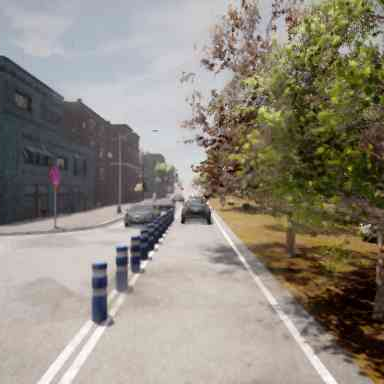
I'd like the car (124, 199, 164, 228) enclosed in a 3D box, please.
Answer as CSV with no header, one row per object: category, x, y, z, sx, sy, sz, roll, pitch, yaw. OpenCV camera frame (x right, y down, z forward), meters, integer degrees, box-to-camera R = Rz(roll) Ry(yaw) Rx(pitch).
car,-3.184,1.432,21.894,1.837,1.490,4.892,0,0,1

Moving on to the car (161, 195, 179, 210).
car,-2.910,1.378,37.845,2.033,1.411,5.357,0,0,1

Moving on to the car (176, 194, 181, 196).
car,-2.342,1.186,59.337,1.837,1.490,4.892,0,0,2

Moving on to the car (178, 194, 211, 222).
car,0.309,1.262,25.190,2.097,1.767,4.553,0,0,1

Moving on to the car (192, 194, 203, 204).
car,0.891,1.189,57.738,1.837,1.490,4.892,0,0,1
